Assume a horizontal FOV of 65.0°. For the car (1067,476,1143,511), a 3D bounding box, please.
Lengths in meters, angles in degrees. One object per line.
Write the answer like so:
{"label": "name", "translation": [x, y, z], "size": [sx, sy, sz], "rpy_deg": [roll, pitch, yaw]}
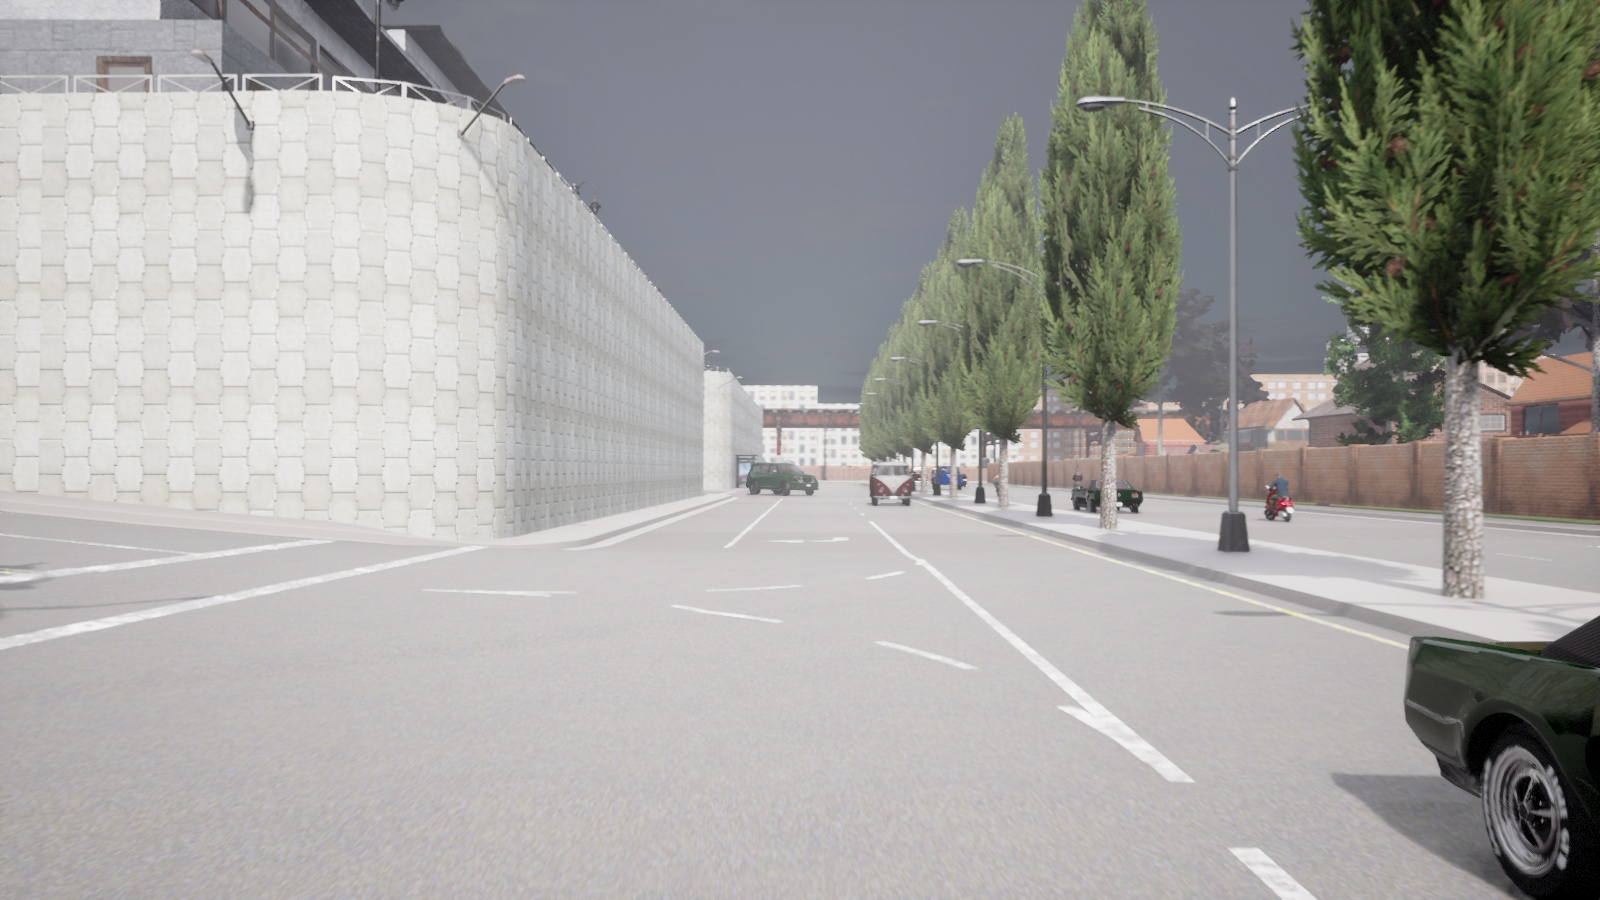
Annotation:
{"label": "car", "translation": [12.033, 1.699, 49.773], "size": [1.895, 1.301, 4.718], "rpy_deg": [0, -1, 1]}

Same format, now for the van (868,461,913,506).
{"label": "van", "translation": [4.111, 1.513, 57.475], "size": [1.775, 1.987, 4.442], "rpy_deg": [0, -1, 1]}

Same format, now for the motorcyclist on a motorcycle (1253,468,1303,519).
{"label": "motorcyclist on a motorcycle", "translation": [15.409, 1.383, 40.523], "size": [0.866, 1.590, 1.817], "rpy_deg": [-1, -1, -2]}

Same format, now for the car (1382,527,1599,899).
{"label": "car", "translation": [3.552, 0.957, 3.293], "size": [1.895, 1.301, 4.718], "rpy_deg": [0, -1, 1]}

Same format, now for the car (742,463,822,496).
{"label": "car", "translation": [-1.179, 1.839, 78.808], "size": [2.150, 2.045, 5.566], "rpy_deg": [1, -1, -37]}
